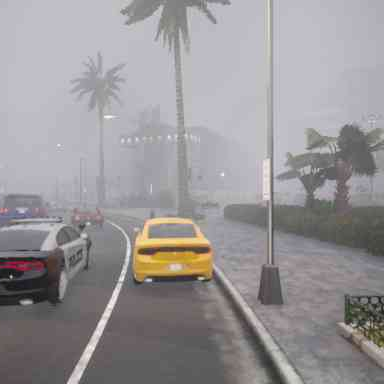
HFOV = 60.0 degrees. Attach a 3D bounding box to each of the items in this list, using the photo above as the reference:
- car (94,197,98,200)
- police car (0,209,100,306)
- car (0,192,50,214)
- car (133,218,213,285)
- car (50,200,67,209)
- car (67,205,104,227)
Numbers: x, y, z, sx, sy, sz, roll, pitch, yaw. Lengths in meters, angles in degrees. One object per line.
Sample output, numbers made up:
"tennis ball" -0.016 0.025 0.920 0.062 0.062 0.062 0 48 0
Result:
"car" -26.644 1.554 85.529 4.718 1.301 1.895 0 0 24
"police car" -3.727 1.423 8.142 1.930 1.638 5.238 0 0 -7
"car" -10.002 1.204 20.138 2.150 2.045 5.566 0 -1 -22
"car" -0.674 1.477 9.661 1.882 1.535 5.008 0 0 -7
"car" -14.480 1.536 34.471 2.033 1.411 5.357 0 0 -40
"car" -7.063 1.596 22.033 1.895 1.301 4.718 0 0 -22
